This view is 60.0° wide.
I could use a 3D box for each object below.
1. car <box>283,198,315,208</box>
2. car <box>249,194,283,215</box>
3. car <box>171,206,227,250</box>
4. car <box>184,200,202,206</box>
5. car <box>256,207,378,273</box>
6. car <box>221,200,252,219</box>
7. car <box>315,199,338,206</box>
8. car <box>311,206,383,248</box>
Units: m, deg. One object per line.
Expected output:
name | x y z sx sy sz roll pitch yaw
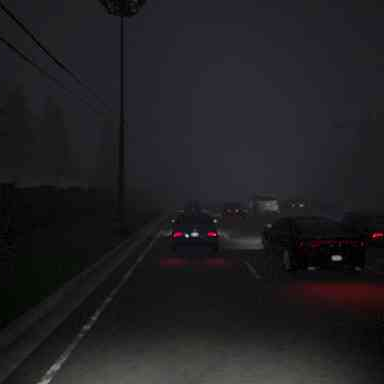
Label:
car | 10.609 1.368 34.332 2.097 1.767 4.553 0 0 0
car | 7.110 1.238 33.706 2.150 2.045 5.566 0 0 0
car | 0.103 1.554 14.252 2.033 1.411 5.357 0 0 0
car | 0.097 1.543 35.613 1.812 1.442 4.674 0 0 0
car | 3.595 1.483 10.721 1.882 1.535 5.008 0 0 0
car | 3.607 1.562 29.241 2.033 1.411 5.357 0 0 0
car | 14.110 1.495 36.159 1.882 1.535 5.008 0 0 0
car | 7.103 1.554 14.088 2.033 1.411 5.357 0 0 0
